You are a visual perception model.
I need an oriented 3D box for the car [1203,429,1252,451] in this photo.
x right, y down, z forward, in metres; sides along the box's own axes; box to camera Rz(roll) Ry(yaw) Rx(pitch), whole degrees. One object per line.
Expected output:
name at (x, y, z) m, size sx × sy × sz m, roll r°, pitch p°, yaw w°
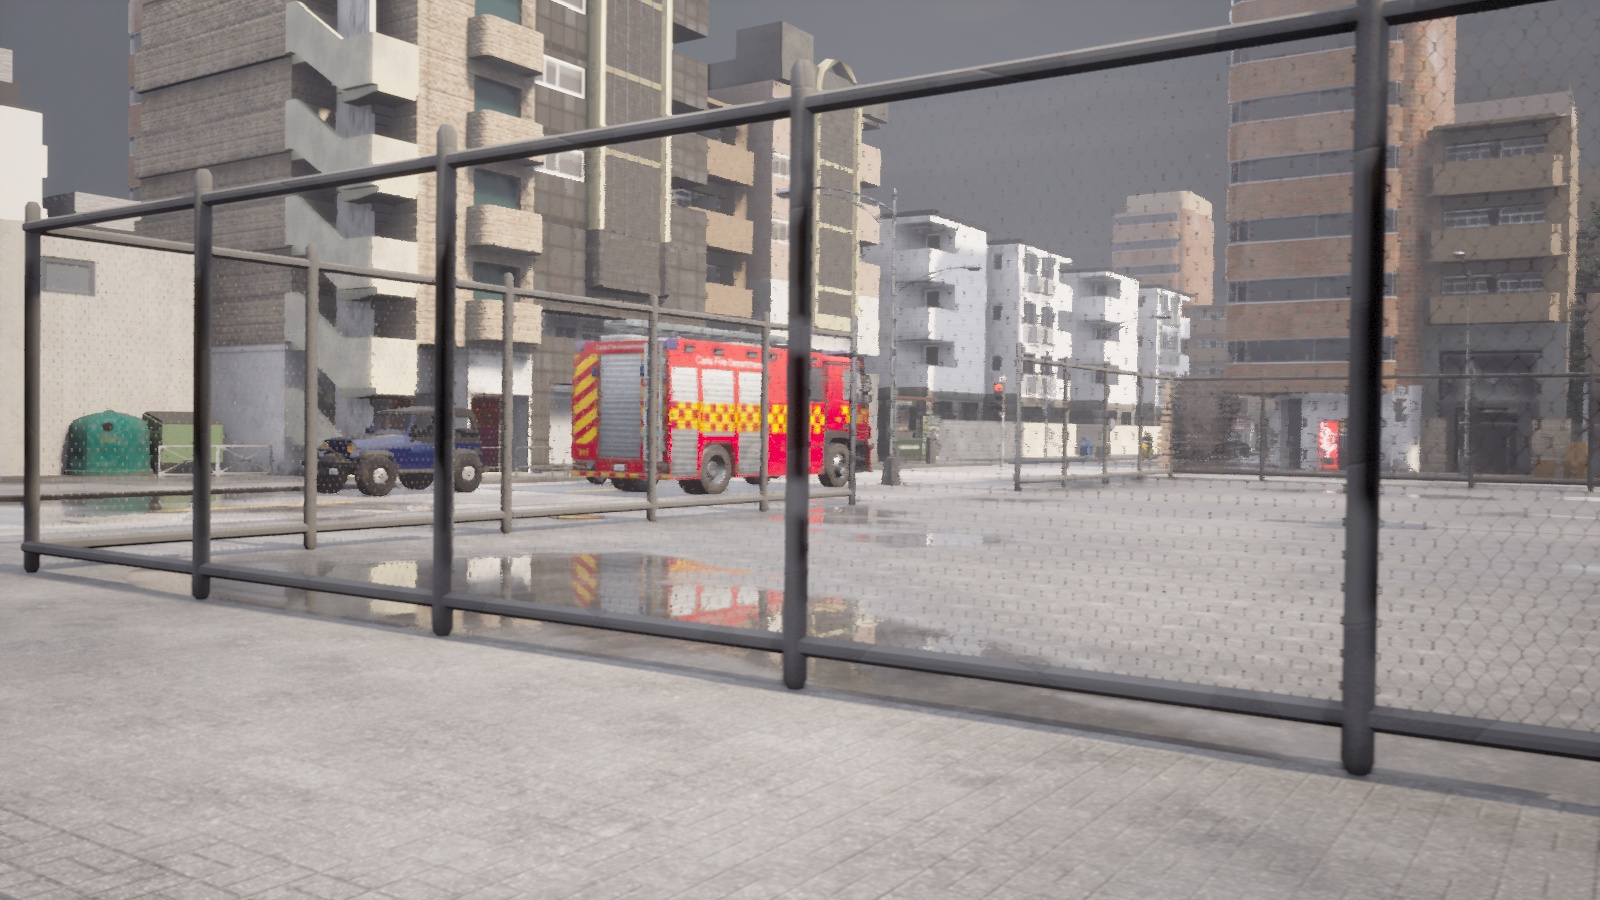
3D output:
car at (27.875, -0.680, 81.771) m, size 1.994 × 1.385 × 4.181 m, roll 0°, pitch 1°, yaw 34°

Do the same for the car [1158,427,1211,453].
car at (22.636, -0.624, 73.895) m, size 1.970 × 1.475 × 3.806 m, roll 0°, pitch 1°, yaw 33°

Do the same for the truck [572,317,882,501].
truck at (-1.436, -0.923, 30.393) m, size 2.891 × 3.827 × 8.468 m, roll 0°, pitch 1°, yaw 34°

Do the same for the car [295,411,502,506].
car at (-8.523, 0.130, 26.936) m, size 1.905 × 1.878 × 3.866 m, roll 0°, pitch 1°, yaw 34°
